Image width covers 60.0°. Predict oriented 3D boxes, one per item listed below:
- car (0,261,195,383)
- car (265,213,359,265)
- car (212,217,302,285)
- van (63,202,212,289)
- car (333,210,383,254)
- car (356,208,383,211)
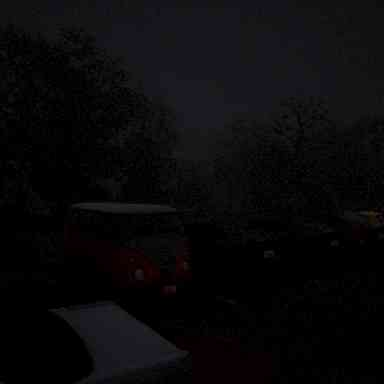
[{"bbox_3d":[-2.390,1.600,2.287,4.718,1.301,1.895,0,0,-35],"label":"car"},{"bbox_3d":[2.739,1.531,11.434,2.163,1.488,4.792,0,0,-35],"label":"car"},{"bbox_3d":[0.479,1.524,9.822,2.163,1.488,4.792,0,0,-35],"label":"car"},{"bbox_3d":[-1.696,1.262,8.092,1.878,1.987,4.442,0,0,-35],"label":"van"},{"bbox_3d":[4.999,1.538,13.046,2.163,1.488,4.792,0,0,-35],"label":"car"},{"bbox_3d":[7.169,1.513,14.786,1.946,1.575,5.366,0,0,-35],"label":"car"}]
